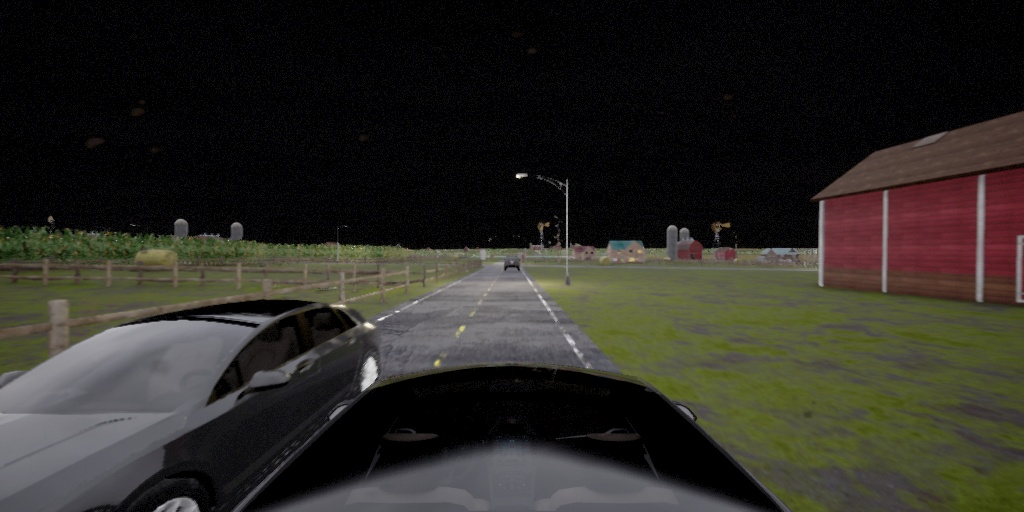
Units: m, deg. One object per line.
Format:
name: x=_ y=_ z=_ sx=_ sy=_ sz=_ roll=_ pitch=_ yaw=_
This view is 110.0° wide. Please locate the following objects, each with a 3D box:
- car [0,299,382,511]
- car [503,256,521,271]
car: x=-2.834 y=1.256 z=3.451 sx=1.837 sy=1.490 sz=4.892 roll=0 pitch=-1 yaw=0
car: x=0.010 y=0.956 z=48.598 sx=2.150 sy=2.045 sz=5.566 roll=0 pitch=0 yaw=0
